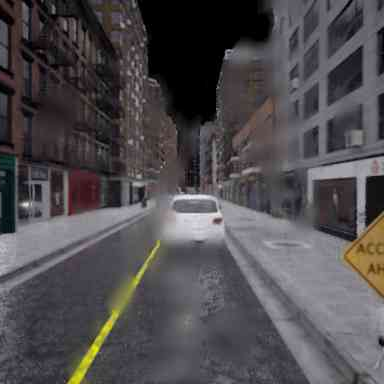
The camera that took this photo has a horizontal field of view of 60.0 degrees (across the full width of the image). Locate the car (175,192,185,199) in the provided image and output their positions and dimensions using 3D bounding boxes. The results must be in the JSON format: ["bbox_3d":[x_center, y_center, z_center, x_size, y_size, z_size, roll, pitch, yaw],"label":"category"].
[{"bbox_3d":[-2.773,0.824,77.924,1.994,1.385,4.181,0,0,0],"label":"car"}]

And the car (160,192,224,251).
[{"bbox_3d":[0.090,1.140,13.907,2.150,2.045,5.566,0,0,0],"label":"car"}]

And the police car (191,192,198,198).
[{"bbox_3d":[0.797,0.797,94.354,1.930,1.638,5.238,0,0,0],"label":"police car"}]

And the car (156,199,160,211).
[{"bbox_3d":[-2.856,1.268,36.883,2.128,1.511,4.902,0,0,0],"label":"car"}]

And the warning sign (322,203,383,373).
[{"bbox_3d":[2.520,1.090,4.241,1.300,1.860,1.060,0,1,0],"label":"warning sign"}]

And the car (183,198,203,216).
[{"bbox_3d":[0.086,1.339,31.088,1.812,1.442,4.674,0,0,0],"label":"car"}]
